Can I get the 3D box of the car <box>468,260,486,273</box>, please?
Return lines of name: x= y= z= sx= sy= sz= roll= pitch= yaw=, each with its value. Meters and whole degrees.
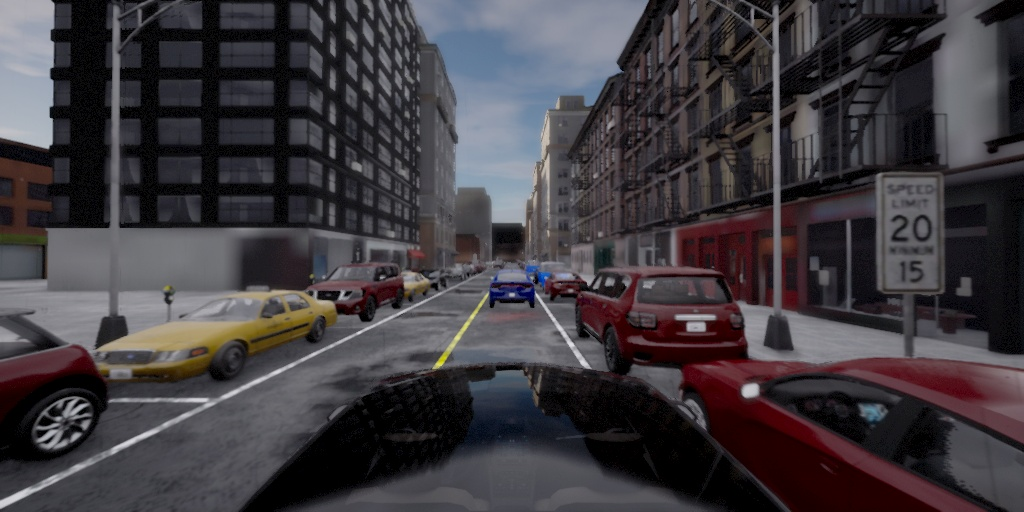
car: x=-5.379 y=1.513 z=50.790 sx=2.192 sy=1.841 sz=5.009 roll=0 pitch=0 yaw=0

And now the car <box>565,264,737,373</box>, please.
car: x=2.638 y=1.119 z=7.514 sx=2.192 sy=1.841 sz=5.009 roll=0 pitch=0 yaw=0

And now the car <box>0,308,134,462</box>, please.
car: x=-5.389 y=1.193 z=2.106 sx=1.967 sy=1.591 sz=4.097 roll=0 pitch=0 yaw=0

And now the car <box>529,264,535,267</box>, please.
car: x=2.642 y=1.569 z=29.152 sx=1.948 sy=1.339 sz=4.313 roll=0 pitch=0 yaw=0

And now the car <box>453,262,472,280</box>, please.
car: x=-5.382 y=1.603 z=34.563 sx=2.007 sy=1.370 sz=4.403 roll=0 pitch=0 yaw=0

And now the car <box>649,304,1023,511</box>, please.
car: x=2.637 y=1.299 z=2.105 sx=1.888 sy=1.381 sz=4.507 roll=0 pitch=0 yaw=0

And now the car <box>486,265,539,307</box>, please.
car: x=0.008 y=1.364 z=16.324 sx=1.882 sy=1.535 sz=5.008 roll=0 pitch=0 yaw=0

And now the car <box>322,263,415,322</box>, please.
car: x=-5.386 y=1.169 z=12.925 sx=2.192 sy=1.841 sz=5.009 roll=0 pitch=0 yaw=0

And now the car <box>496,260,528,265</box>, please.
car: x=0.007 y=1.369 z=30.927 sx=2.097 sy=1.767 sz=4.553 roll=0 pitch=-1 yaw=0

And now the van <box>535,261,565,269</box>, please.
van: x=2.641 y=1.295 z=23.743 sx=1.690 sy=1.789 sz=3.998 roll=0 pitch=0 yaw=0

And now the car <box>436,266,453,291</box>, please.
car: x=-5.384 y=1.520 z=23.744 sx=1.948 sy=1.339 sz=4.313 roll=0 pitch=0 yaw=0

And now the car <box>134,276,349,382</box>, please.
car: x=-5.388 y=1.330 z=7.345 sx=1.751 sy=1.417 sz=4.829 roll=0 pitch=0 yaw=0

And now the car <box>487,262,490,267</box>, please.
car: x=-5.377 y=1.736 z=61.608 sx=1.967 sy=1.591 sz=4.097 roll=0 pitch=0 yaw=0

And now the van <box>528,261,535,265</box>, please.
van: x=2.645 y=1.490 z=45.379 sx=1.690 sy=1.789 sz=3.998 roll=0 pitch=0 yaw=0

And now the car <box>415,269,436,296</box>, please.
car: x=-5.385 y=1.430 z=18.164 sx=1.751 sy=1.417 sz=4.829 roll=0 pitch=0 yaw=0

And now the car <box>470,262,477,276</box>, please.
car: x=-5.381 y=1.667 z=39.971 sx=1.948 sy=1.339 sz=4.313 roll=0 pitch=0 yaw=0

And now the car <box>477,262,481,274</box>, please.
car: x=-5.380 y=1.731 z=45.381 sx=1.802 sy=1.307 sz=4.207 roll=0 pitch=0 yaw=0

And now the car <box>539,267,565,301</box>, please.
car: x=2.640 y=1.450 z=18.333 sx=1.888 sy=1.381 sz=4.507 roll=0 pitch=0 yaw=0
